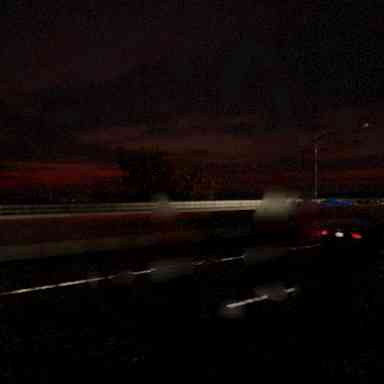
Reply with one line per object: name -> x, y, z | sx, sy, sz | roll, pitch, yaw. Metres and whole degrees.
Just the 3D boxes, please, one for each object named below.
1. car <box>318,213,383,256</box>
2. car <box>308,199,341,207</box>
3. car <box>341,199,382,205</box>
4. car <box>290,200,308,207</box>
car -> 7.264, 1.562, 13.227 | 5.357, 1.411, 2.033 | 0, 0, -35
car -> 15.360, 1.508, 36.426 | 5.008, 1.535, 1.882 | 0, 0, -35
car -> 17.641, 1.535, 33.754 | 4.892, 1.490, 1.837 | 0, 0, -35
car -> 13.392, 1.594, 39.320 | 4.181, 1.385, 1.994 | 0, 0, -35
